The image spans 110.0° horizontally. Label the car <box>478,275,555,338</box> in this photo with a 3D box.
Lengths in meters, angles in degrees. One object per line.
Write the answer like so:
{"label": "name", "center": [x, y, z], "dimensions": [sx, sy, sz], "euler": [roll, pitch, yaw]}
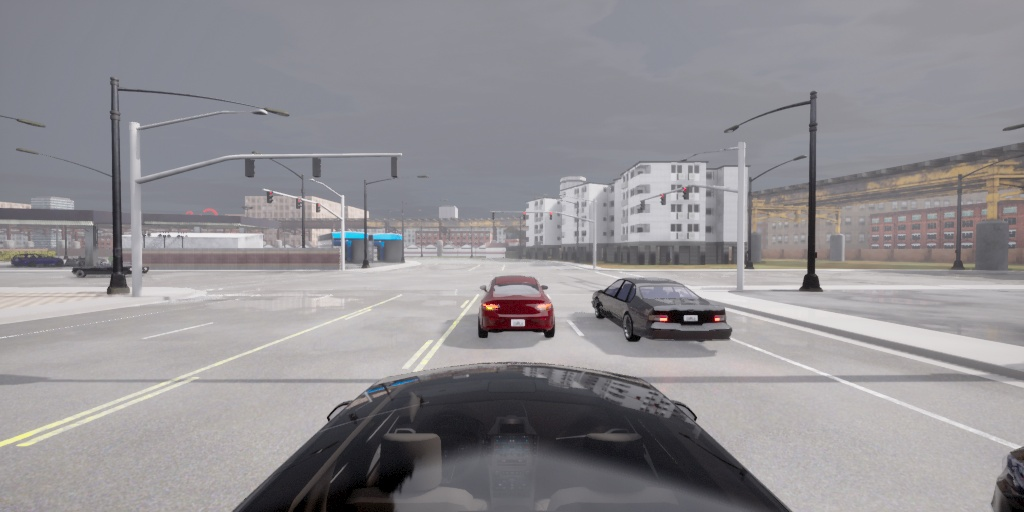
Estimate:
{"label": "car", "center": [0.070, 1.257, 9.988], "dimensions": [1.812, 1.442, 4.674], "euler": [0, 0, -1]}

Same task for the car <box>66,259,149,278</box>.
{"label": "car", "center": [-33.777, 1.137, 30.175], "dimensions": [4.718, 1.301, 1.895], "euler": [0, 1, -1]}

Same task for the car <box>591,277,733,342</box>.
{"label": "car", "center": [3.581, 1.283, 9.704], "dimensions": [2.033, 1.411, 5.357], "euler": [0, 0, 0]}
